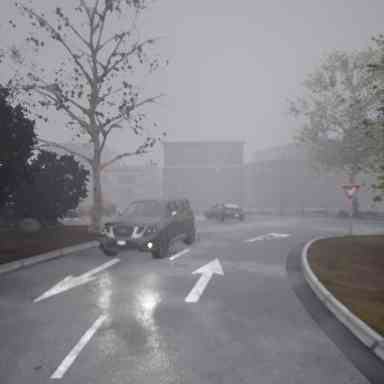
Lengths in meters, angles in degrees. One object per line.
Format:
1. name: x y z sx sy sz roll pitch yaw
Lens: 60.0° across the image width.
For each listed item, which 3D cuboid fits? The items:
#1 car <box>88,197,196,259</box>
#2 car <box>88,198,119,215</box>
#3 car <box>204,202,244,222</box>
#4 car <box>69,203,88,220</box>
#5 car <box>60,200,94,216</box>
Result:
1. car: -1.467 1.257 13.239 2.150 2.045 5.566 0 0 17
2. car: -9.991 1.617 37.964 2.185 1.767 4.553 -1 0 1
3. car: 2.526 1.559 26.542 1.812 1.442 4.674 0 0 -19
4. car: -12.284 1.818 30.731 4.674 1.442 1.812 -1 0 2
5. car: -13.022 1.815 38.027 2.097 1.535 5.008 -1 0 1
